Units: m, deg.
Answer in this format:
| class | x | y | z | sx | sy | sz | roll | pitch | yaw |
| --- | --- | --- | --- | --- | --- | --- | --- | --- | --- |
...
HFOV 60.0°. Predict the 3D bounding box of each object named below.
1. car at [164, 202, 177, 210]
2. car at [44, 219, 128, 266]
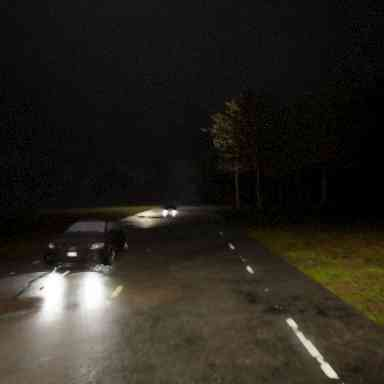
| class | x | y | z | sx | sy | sz | roll | pitch | yaw |
| --- | --- | --- | --- | --- | --- | --- | --- | --- | --- |
| car | -3.557 | 2.287 | 54.327 | 1.895 | 1.301 | 4.718 | 0 | -1 | 0 |
| car | -3.599 | 1.693 | 11.973 | 1.994 | 1.385 | 4.181 | 0 | -1 | 0 |
